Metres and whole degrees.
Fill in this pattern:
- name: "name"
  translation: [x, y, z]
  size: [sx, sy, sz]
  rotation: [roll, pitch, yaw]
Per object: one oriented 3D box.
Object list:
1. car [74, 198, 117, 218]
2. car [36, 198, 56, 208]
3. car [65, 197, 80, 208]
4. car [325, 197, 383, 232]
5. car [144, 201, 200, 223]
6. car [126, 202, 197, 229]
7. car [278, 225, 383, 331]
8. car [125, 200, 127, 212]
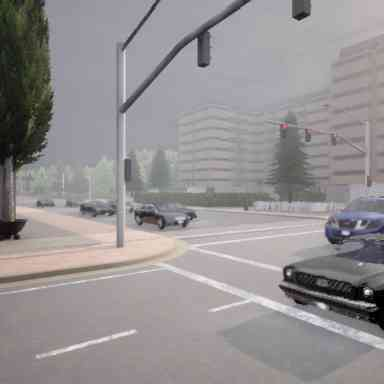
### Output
- name: "car"
  translation: [-8.934, 1.547, 31.041]
  size: [2.033, 1.411, 5.357]
  rotation: [0, 0, -36]
- name: "car"
  translation: [-21.275, 1.547, 48.250]
  size: [2.033, 1.411, 5.357]
  rotation: [0, 0, -35]
- name: "car"
  translation: [-16.888, 1.493, 48.115]
  size: [2.128, 1.511, 4.902]
  rotation: [0, 0, -35]
- name: "car"
  translation: [8.026, 1.223, 14.403]
  size: [5.566, 2.045, 2.150]
  rotation: [0, 0, -38]
- name: "car"
  translation: [-1.785, 1.547, 27.120]
  size: [2.033, 1.411, 5.357]
  rotation: [0, 0, -36]
- name: "car"
  translation: [-2.076, 1.491, 21.528]
  size: [2.128, 1.511, 4.902]
  rotation: [0, 0, -35]
- name: "car"
  translation: [3.957, 1.601, 6.898]
  size: [4.718, 1.301, 1.895]
  rotation: [0, 0, -36]
- name: "car"
  translation: [-7.845, 1.490, 35.518]
  size: [2.128, 1.511, 4.902]
  rotation: [0, 0, -36]
